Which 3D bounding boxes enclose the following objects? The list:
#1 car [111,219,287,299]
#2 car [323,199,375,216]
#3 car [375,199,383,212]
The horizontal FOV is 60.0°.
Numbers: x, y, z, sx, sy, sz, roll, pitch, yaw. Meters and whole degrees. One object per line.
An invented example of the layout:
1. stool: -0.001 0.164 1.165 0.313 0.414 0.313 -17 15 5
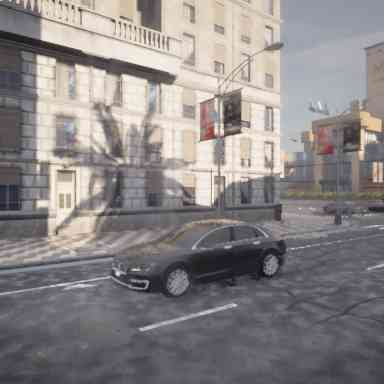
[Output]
1. car: 0.383 1.505 8.559 4.892 1.490 1.837 0 0 -36
2. car: 14.999 1.565 32.468 1.994 1.385 4.181 0 0 -29
3. car: 19.246 1.493 33.618 2.128 1.511 4.902 0 0 -39
